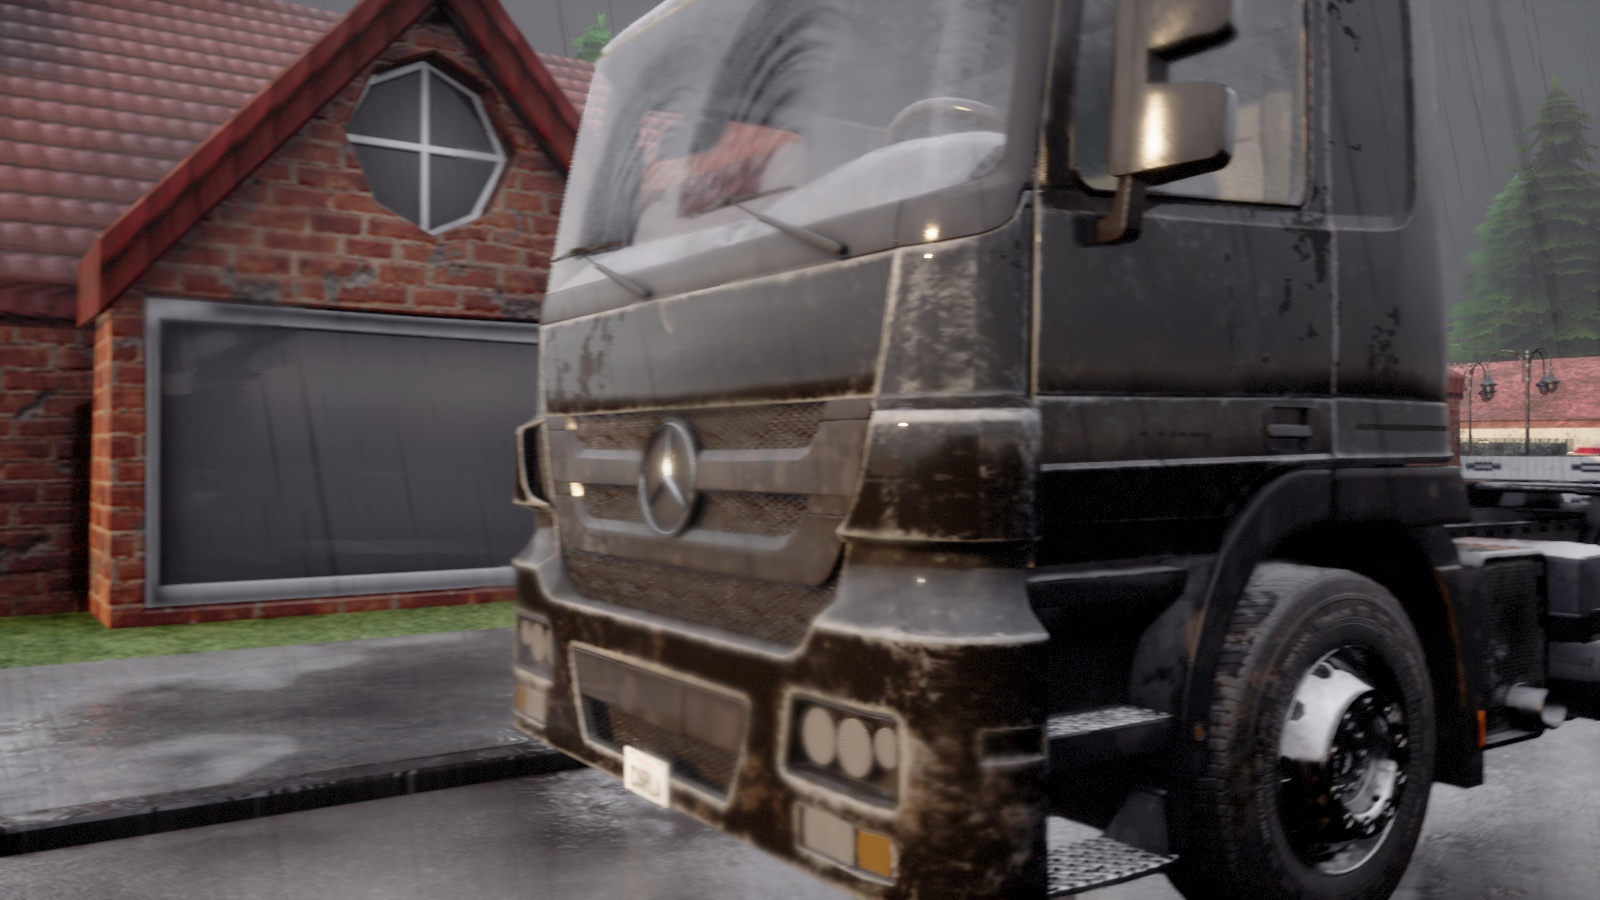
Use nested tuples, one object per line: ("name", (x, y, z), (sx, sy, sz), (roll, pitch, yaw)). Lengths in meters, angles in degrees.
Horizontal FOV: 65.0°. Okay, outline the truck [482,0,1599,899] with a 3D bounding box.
("truck", (2.789, -0.228, 6.196), (7.936, 3.462, 2.891), (0, 0, -34))
